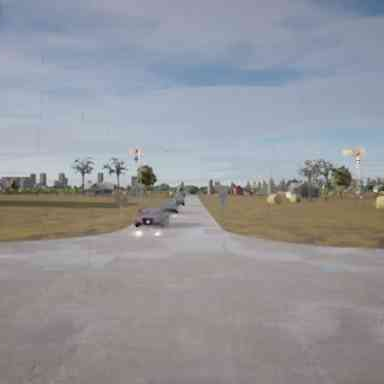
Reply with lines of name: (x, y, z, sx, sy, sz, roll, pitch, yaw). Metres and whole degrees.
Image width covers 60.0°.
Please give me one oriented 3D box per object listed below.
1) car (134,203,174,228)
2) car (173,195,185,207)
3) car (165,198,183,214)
car: (-2.742, 1.768, 23.747, 1.994, 1.385, 4.181, 0, 0, 4)
car: (-2.441, 1.589, 60.503, 2.150, 2.045, 5.566, 0, -1, 0)
car: (-2.544, 1.843, 39.764, 2.033, 1.411, 5.357, 0, 0, 0)
